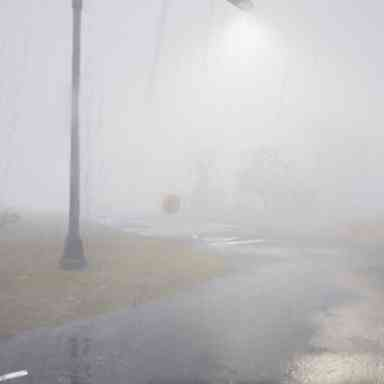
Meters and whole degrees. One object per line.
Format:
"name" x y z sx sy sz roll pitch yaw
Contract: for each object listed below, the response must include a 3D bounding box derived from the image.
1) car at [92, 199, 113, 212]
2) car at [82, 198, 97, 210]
"car" -13.640 2.326 51.488 1.837 1.490 4.892 1 -1 -29
"car" -17.663 2.142 58.392 2.150 2.045 5.566 1 -1 -30
